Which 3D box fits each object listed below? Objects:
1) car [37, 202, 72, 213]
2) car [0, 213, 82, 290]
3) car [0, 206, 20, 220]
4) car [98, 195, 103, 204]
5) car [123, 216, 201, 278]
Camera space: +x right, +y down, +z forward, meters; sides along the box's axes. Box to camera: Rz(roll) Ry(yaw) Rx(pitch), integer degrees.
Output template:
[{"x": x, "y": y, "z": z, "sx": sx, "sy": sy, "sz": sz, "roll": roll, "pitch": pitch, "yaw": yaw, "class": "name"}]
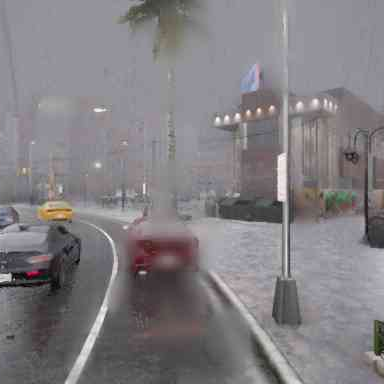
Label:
[{"x": -10.319, "y": 1.467, "z": 24.866, "sx": 1.882, "sy": 1.535, "sz": 5.008, "roll": 0, "pitch": 0, "yaw": -31, "class": "car"}, {"x": -4.110, "y": 1.522, "z": 8.787, "sx": 1.812, "sy": 1.442, "sz": 4.674, "roll": 0, "pitch": 0, "yaw": -11, "class": "car"}, {"x": -11.277, "y": 1.536, "z": 19.582, "sx": 2.033, "sy": 1.411, "sz": 5.357, "roll": 0, "pitch": 0, "yaw": -26, "class": "car"}, {"x": -14.576, "y": 1.238, "z": 56.454, "sx": 4.553, "sy": 1.767, "sz": 2.185, "roll": 0, "pitch": 0, "yaw": 42, "class": "car"}, {"x": -1.082, "y": 1.475, "z": 10.345, "sx": 1.882, "sy": 1.535, "sz": 5.008, "roll": 0, "pitch": 0, "yaw": -12, "class": "car"}]
